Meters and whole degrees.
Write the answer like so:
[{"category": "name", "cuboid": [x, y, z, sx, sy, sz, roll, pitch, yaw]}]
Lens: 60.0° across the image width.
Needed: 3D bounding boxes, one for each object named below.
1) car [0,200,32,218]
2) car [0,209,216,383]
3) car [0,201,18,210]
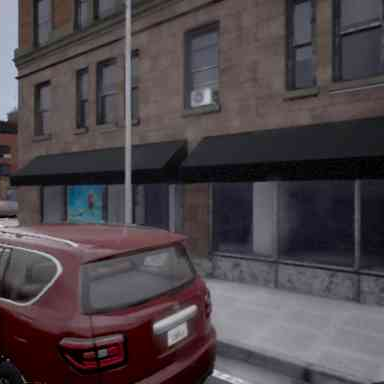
[{"category": "car", "cuboid": [-17.675, 1.579, 30.638, 1.882, 1.535, 5.008, 0, 0, 35]}, {"category": "car", "cuboid": [-2.071, 1.317, 4.285, 5.009, 1.841, 2.192, 0, 0, 35]}, {"category": "car", "cuboid": [-15.871, 1.639, 27.556, 2.033, 1.411, 5.357, 0, 0, 35]}]
